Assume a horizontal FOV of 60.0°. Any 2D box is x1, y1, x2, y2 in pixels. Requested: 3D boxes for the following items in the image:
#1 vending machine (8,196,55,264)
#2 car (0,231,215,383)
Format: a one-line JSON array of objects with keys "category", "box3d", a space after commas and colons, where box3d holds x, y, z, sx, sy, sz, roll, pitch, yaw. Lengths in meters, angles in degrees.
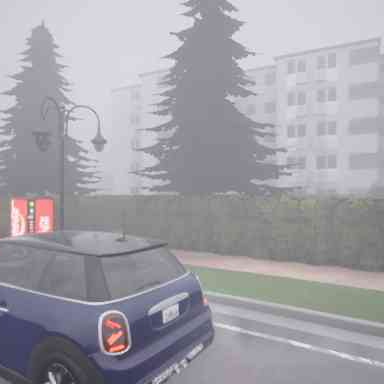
[{"category": "vending machine", "box3d": [-5.293, 1.194, 11.041, 0.880, 2.100, 1.100, 0, 0, 24]}, {"category": "car", "box3d": [-2.026, 1.352, 4.801, 4.553, 1.767, 2.097, 0, 0, 32]}]
